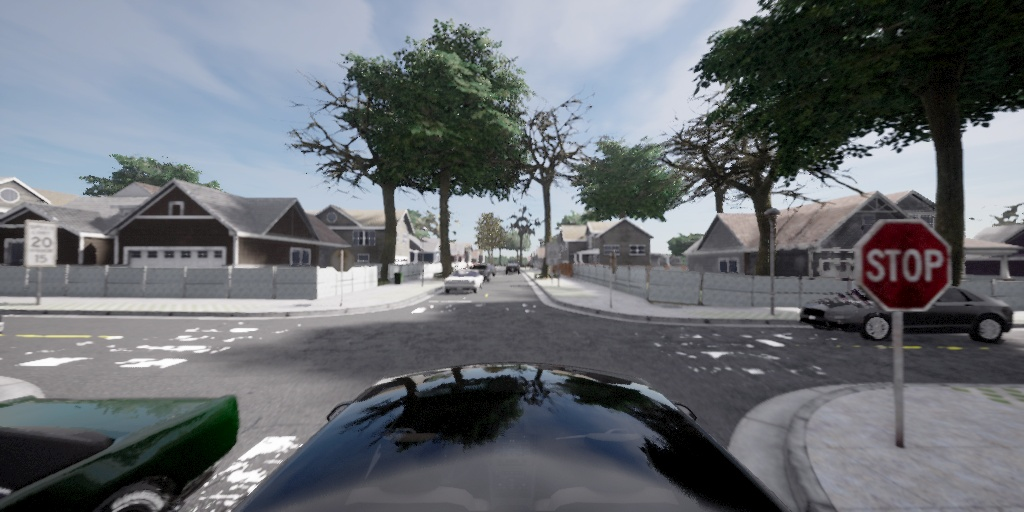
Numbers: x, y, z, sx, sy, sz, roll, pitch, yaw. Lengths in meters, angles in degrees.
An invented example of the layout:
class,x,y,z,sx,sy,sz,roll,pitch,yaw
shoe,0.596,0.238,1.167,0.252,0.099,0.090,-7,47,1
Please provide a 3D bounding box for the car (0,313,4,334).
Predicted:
class,x,y,z,sx,sy,sz,roll,pitch,yaw
car,-12.947,1.075,6.875,4.892,1.490,1.837,1,-1,2

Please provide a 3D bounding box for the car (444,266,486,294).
class,x,y,z,sx,sy,sz,roll,pitch,yaw
car,-2.852,1.493,21.817,1.895,1.301,4.718,0,-1,0

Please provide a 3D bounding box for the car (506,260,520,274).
class,x,y,z,sx,sy,sz,roll,pitch,yaw
car,0.090,1.734,50.269,1.882,1.535,5.008,0,-2,0

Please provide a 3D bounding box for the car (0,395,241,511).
class,x,y,z,sx,sy,sz,roll,pitch,yaw
car,-3.133,1.345,0.679,1.895,1.301,4.718,0,0,-1

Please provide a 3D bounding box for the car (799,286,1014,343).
class,x,y,z,sx,sy,sz,roll,pitch,yaw
car,11.036,1.531,10.250,4.892,1.490,1.837,0,-1,1

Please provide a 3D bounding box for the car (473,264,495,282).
class,x,y,z,sx,sy,sz,roll,pitch,yaw
car,-2.848,1.510,32.312,1.837,1.490,4.892,0,-1,0
